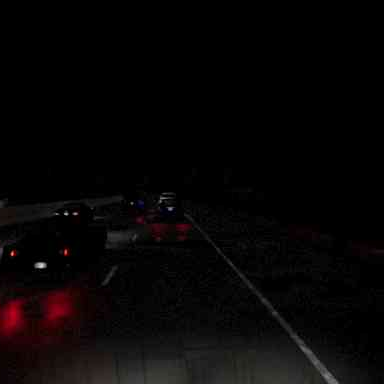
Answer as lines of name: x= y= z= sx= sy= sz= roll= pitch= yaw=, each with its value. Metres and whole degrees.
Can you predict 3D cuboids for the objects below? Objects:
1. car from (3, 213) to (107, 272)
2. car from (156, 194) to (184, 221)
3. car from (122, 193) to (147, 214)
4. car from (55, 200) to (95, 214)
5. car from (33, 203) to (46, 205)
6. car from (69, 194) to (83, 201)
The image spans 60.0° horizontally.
car: x=-4.036 y=1.585 z=10.752 sx=1.895 sy=1.301 sz=4.718 roll=0 pitch=0 yaw=-4
car: x=-1.759 y=1.301 z=26.612 sx=2.097 sy=1.767 sz=4.553 roll=0 pitch=0 yaw=-5
car: x=-5.849 y=1.162 z=34.063 sx=2.150 sy=2.045 sz=5.566 roll=0 pitch=0 yaw=-4
car: x=-8.626 y=1.510 z=24.743 sx=2.033 sy=1.411 sz=5.357 roll=0 pitch=0 yaw=-5
car: x=-16.850 y=1.514 z=37.366 sx=1.994 sy=1.385 sz=4.181 roll=0 pitch=0 yaw=-4
car: x=-26.987 y=1.354 z=77.532 sx=1.882 sy=1.535 sz=5.008 roll=0 pitch=0 yaw=-5
